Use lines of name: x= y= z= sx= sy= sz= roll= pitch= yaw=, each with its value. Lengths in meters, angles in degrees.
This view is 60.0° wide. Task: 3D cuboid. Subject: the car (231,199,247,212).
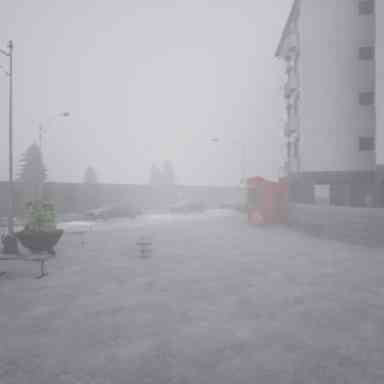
car: x=6.818 y=1.617 z=39.124 sx=1.994 sy=1.385 sz=4.181 roll=0 pitch=0 yaw=35

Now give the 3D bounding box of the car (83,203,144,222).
car: x=-6.417 y=1.613 z=27.779 sx=2.033 sy=1.411 sz=5.357 roll=0 pitch=0 yaw=35

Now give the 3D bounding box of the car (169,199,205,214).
car: x=-0.465 y=1.543 z=36.129 sx=1.882 sy=1.535 sz=5.008 roll=0 pitch=0 yaw=35

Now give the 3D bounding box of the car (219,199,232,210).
car: x=5.696 y=1.613 z=44.750 sx=2.033 sy=1.411 sz=5.357 roll=0 pitch=0 yaw=35
